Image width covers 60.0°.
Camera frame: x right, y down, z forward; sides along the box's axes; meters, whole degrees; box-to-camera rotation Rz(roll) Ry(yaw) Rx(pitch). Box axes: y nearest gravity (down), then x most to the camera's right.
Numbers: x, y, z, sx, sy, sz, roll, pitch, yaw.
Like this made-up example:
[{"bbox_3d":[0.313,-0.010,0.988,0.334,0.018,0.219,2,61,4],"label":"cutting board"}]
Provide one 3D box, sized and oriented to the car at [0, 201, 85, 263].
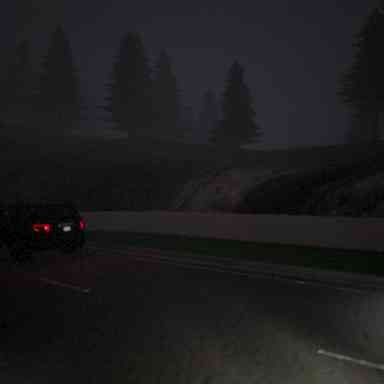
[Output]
[{"bbox_3d":[-6.562,1.370,12.795,5.566,2.045,2.150,-1,-1,32],"label":"car"}]
